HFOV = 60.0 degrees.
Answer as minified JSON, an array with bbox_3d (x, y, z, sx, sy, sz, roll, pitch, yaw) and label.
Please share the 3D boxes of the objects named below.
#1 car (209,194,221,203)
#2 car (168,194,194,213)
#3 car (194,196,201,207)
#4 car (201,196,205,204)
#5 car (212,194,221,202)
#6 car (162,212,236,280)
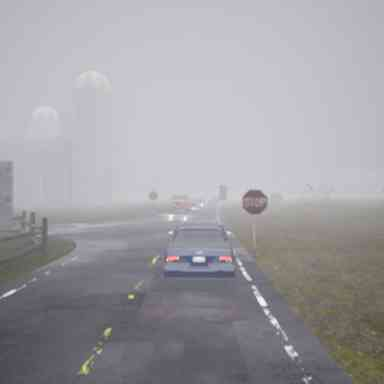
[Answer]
[{"bbox_3d":[4.589,1.487,67.687,2.128,1.511,4.902,0,0,7],"label":"car"},{"bbox_3d":[-1.307,1.236,38.045,2.150,2.045,5.566,0,0,5],"label":"car"},{"bbox_3d":[-0.245,1.574,49.805,1.994,1.385,4.181,0,0,6],"label":"car"},{"bbox_3d":[1.506,1.562,65.051,1.994,1.385,4.181,0,0,7],"label":"car"},{"bbox_3d":[5.730,1.273,77.629,2.097,1.767,4.553,0,0,7],"label":"car"},{"bbox_3d":[0.223,1.554,9.943,2.033,1.411,5.357,0,0,1],"label":"car"}]
